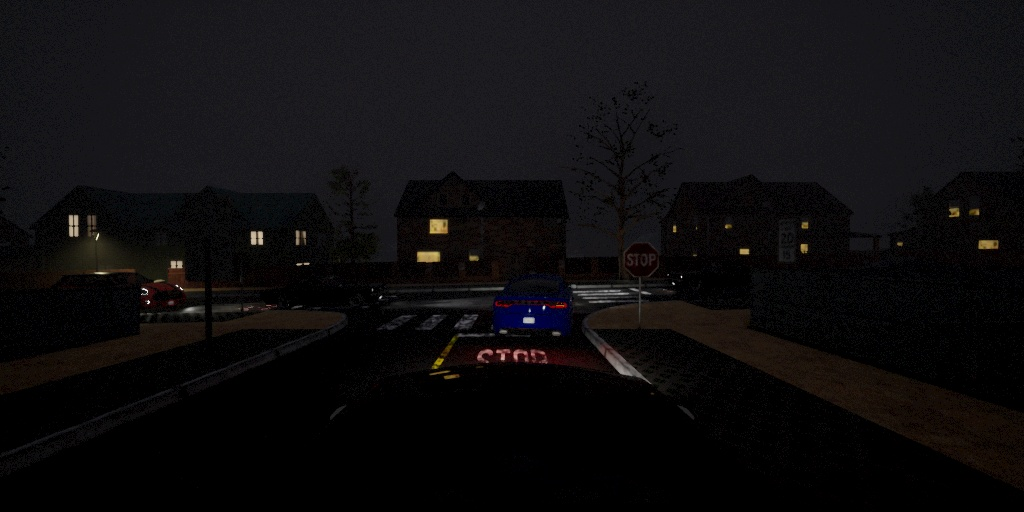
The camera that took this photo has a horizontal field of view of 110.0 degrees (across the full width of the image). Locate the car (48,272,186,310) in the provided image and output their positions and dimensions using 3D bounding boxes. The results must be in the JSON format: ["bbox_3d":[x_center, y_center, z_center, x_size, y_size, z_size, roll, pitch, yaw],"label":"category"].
[{"bbox_3d":[-16.811,1.471,15.298,4.553,1.767,2.097,-1,1,0],"label":"car"}]

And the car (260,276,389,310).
[{"bbox_3d":[-7.823,1.506,15.314,4.718,1.301,1.895,-1,1,0],"label":"car"}]

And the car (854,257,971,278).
[{"bbox_3d":[20.042,0.753,18.300,5.357,1.411,2.033,-1,1,0],"label":"car"}]

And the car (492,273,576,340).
[{"bbox_3d":[0.779,1.226,10.113,1.882,1.535,5.008,0,0,10],"label":"car"}]

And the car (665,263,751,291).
[{"bbox_3d":[10.396,1.034,18.256,4.718,1.301,1.895,-1,1,-1],"label":"car"}]
